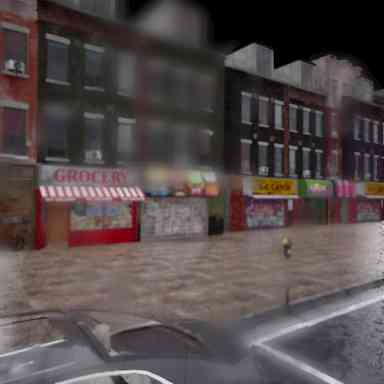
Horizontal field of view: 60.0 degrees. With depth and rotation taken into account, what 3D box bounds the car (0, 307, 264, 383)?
[{"bbox_3d":[-1.436,1.548,1.802,4.403,1.369,2.008,1,0,-36],"label":"car"}]
